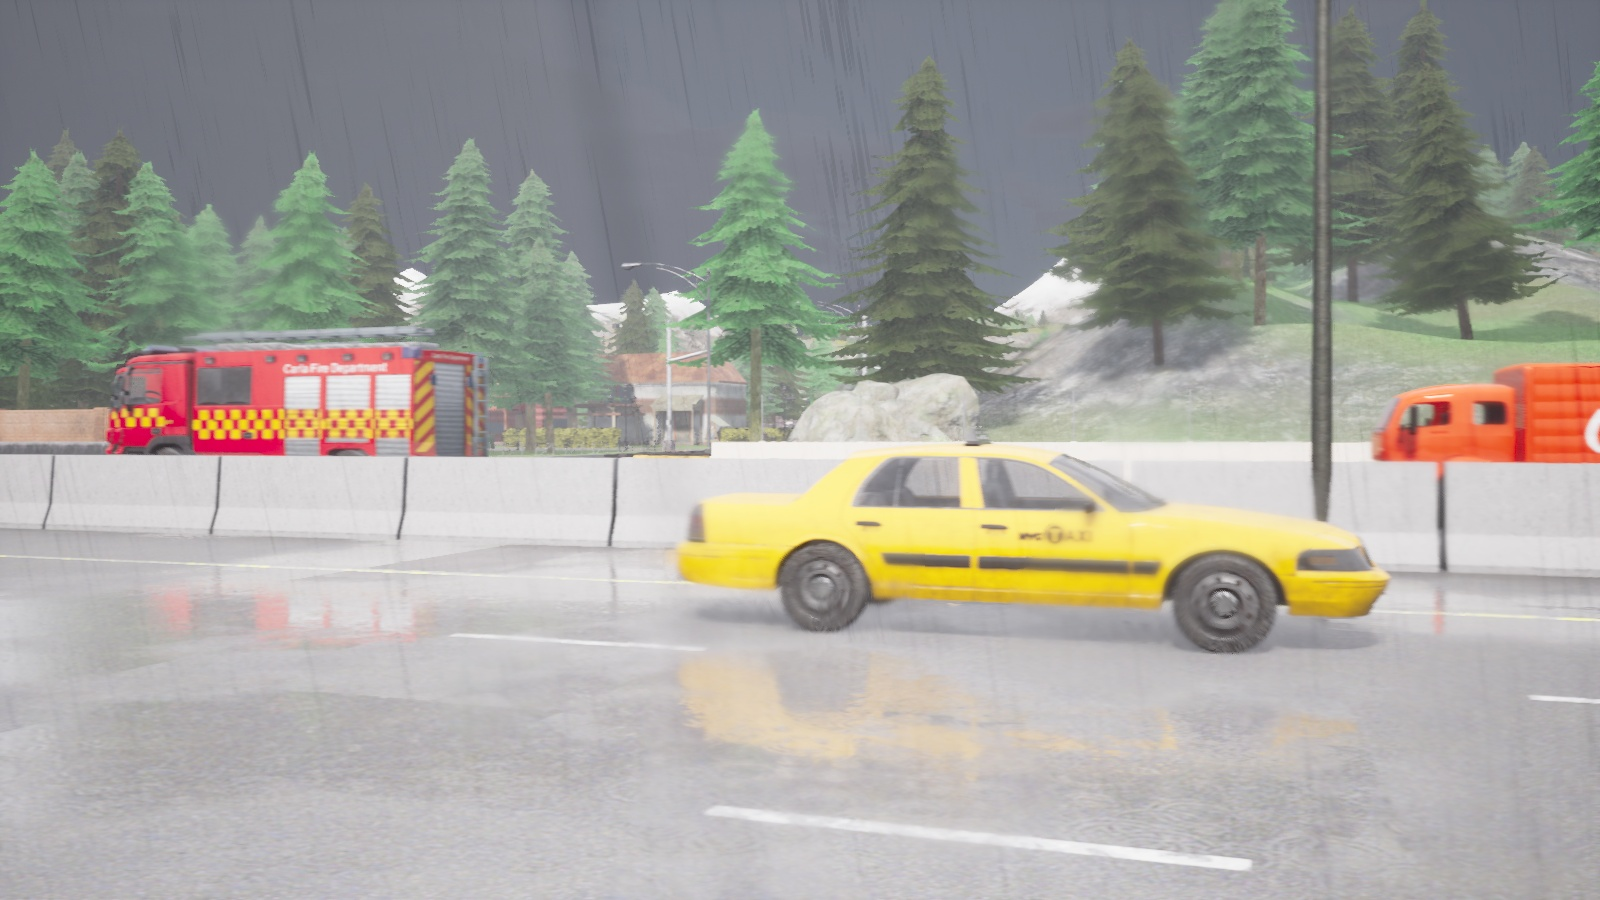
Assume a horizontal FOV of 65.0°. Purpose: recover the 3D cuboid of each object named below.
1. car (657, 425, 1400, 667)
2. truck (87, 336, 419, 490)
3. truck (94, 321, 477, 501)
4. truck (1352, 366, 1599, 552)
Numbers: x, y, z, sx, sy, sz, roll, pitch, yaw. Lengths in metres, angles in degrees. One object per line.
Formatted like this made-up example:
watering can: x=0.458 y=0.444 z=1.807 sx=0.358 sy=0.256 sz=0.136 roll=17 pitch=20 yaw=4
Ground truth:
car: x=1.695 y=0.607 z=10.007 sx=5.366 sy=1.575 sz=1.801 roll=1 pitch=1 yaw=19
truck: x=-14.808 y=-0.978 z=34.003 sx=8.468 sy=3.827 sz=2.891 roll=1 pitch=1 yaw=19
truck: x=-12.025 y=-0.887 z=29.374 sx=8.468 sy=3.827 sz=2.891 roll=1 pitch=1 yaw=19
truck: x=10.881 y=0.100 z=17.988 sx=5.204 sy=2.467 sz=2.627 roll=1 pitch=1 yaw=19
